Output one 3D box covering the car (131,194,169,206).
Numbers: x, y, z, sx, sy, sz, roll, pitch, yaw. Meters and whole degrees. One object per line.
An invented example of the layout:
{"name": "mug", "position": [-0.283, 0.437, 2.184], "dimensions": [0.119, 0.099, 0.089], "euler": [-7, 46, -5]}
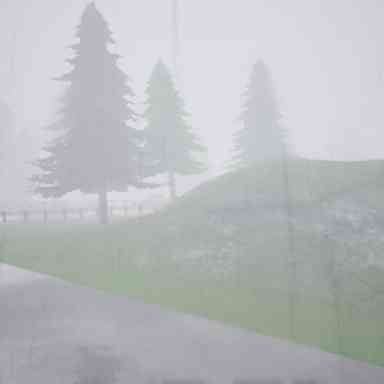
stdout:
{"name": "car", "position": [-5.146, 1.070, 40.593], "dimensions": [4.553, 1.767, 2.097], "euler": [0, 0, -38]}
